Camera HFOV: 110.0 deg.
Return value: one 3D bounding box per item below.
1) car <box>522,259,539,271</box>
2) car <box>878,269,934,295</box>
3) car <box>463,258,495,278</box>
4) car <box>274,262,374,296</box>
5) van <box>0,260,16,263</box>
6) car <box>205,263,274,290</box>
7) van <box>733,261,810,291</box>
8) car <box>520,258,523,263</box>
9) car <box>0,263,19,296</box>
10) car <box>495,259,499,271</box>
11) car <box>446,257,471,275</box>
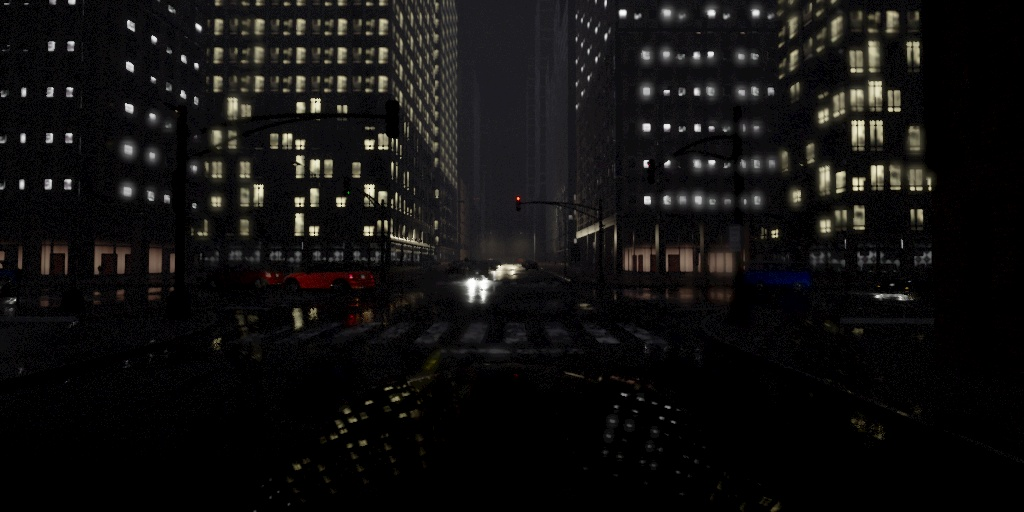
[{"bbox_3d":[2.694,1.343,48.878,1.802,1.307,4.207,0,0,0],"label":"car"},{"bbox_3d":[22.734,1.393,19.563,4.181,1.385,1.994,0,-1,0],"label":"car"},{"bbox_3d":[-3.096,1.245,34.363,2.128,1.511,4.902,0,0,0],"label":"car"},{"bbox_3d":[-9.788,1.112,19.131,4.553,1.767,2.097,0,-1,15],"label":"car"},{"bbox_3d":[-33.437,1.129,22.270,3.998,1.789,1.690,0,0,0],"label":"van"},{"bbox_3d":[-16.491,1.252,22.231,4.097,1.591,1.967,0,0,0],"label":"car"},{"bbox_3d":[15.983,1.207,22.155,3.998,1.789,1.690,0,0,0],"label":"van"},{"bbox_3d":[2.695,1.289,60.204,1.751,1.417,4.829,0,0,0],"label":"car"},{"bbox_3d":[-26.070,1.177,16.478,4.902,1.511,2.128,0,-1,0],"label":"car"},{"bbox_3d":[-3.090,1.288,49.095,1.812,1.442,4.674,0,1,0],"label":"car"},{"bbox_3d":[-5.688,1.198,37.667,1.967,1.591,4.097,0,0,0],"label":"car"}]
